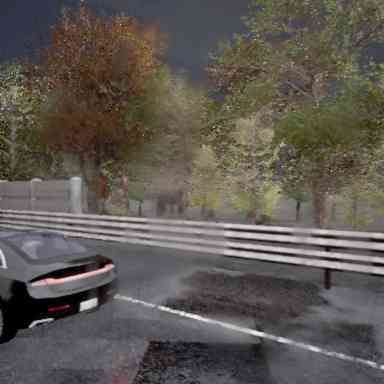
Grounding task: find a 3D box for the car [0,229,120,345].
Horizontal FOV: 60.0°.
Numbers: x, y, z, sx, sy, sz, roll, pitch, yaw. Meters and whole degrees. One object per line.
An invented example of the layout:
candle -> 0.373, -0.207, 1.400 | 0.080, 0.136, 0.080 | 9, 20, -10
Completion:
car -> -3.533, 1.479, 6.412 | 4.902, 1.511, 2.128 | 0, 0, 35
